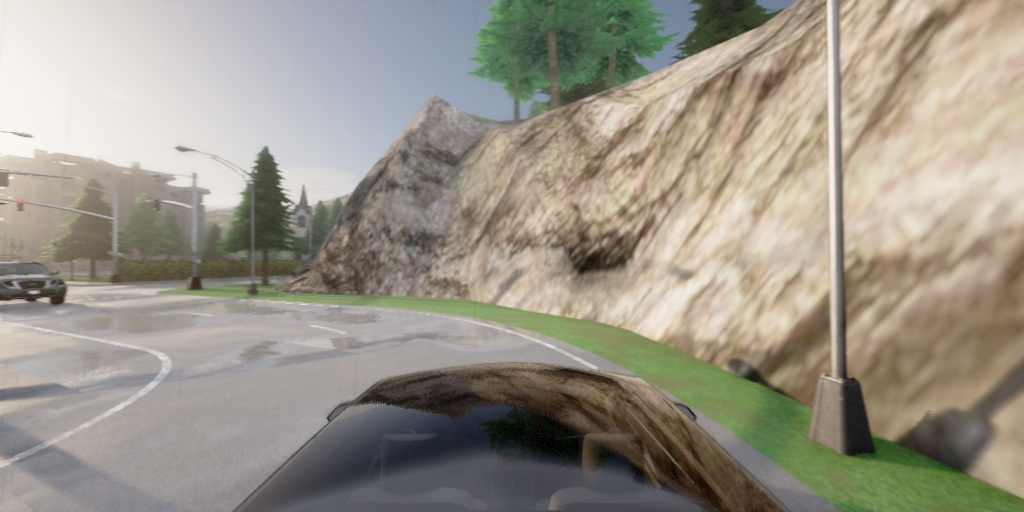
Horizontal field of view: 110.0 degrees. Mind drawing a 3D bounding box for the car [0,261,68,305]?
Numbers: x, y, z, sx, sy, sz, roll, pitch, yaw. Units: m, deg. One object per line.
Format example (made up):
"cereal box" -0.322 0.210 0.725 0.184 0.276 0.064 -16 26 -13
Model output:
"car" -23.329 1.259 16.727 5.566 2.045 2.150 -1 -1 24
